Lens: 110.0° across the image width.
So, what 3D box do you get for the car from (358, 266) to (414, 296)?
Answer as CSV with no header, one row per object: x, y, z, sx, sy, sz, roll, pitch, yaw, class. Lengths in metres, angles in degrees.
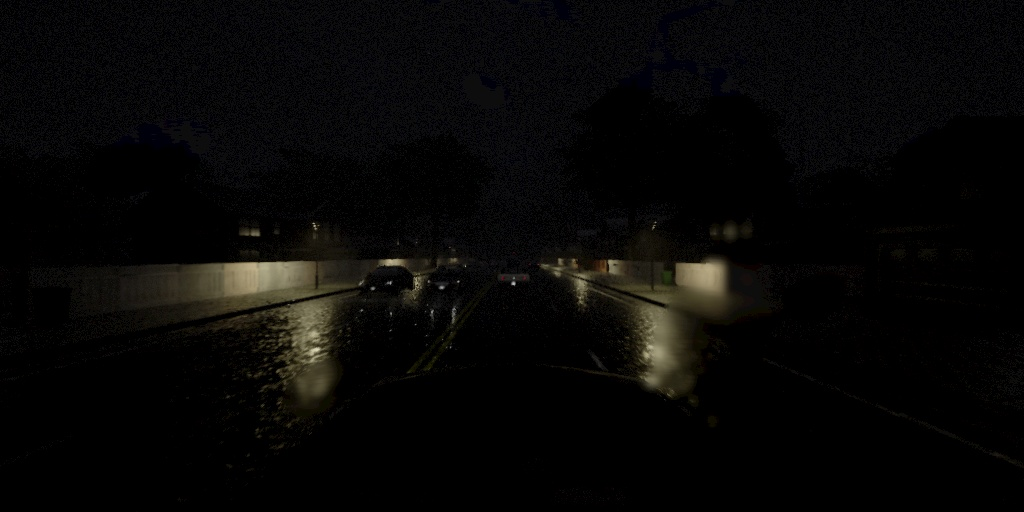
-6.598,1.272,19.336,1.812,1.442,4.674,0,0,0,car

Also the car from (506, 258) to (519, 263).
0.106,1.143,57.811,2.097,1.767,4.553,0,0,0,car

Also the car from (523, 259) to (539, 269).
3.355,1.338,57.302,2.033,1.411,5.357,0,0,0,car

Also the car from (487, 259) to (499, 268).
-3.275,1.291,61.801,2.128,1.511,4.902,0,0,1,car

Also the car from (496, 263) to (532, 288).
0.102,1.350,23.694,1.895,1.301,4.718,0,0,0,car

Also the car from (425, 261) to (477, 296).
-3.347,1.239,19.535,2.128,1.511,4.902,0,0,0,car

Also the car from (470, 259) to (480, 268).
-6.525,1.289,61.802,2.128,1.511,4.902,0,0,1,car
